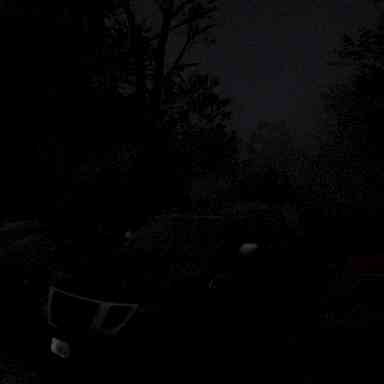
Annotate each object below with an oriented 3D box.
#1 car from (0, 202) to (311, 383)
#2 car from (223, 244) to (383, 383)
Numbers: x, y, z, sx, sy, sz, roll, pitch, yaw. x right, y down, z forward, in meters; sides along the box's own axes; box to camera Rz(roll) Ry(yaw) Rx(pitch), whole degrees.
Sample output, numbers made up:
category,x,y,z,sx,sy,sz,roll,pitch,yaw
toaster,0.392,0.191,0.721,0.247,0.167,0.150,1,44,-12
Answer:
category,x,y,z,sx,sy,sz,roll,pitch,yaw
car,0.301,1.222,5.577,2.435,2.045,5.566,0,0,36
car,2.575,1.483,3.967,2.097,1.535,5.008,0,0,36
